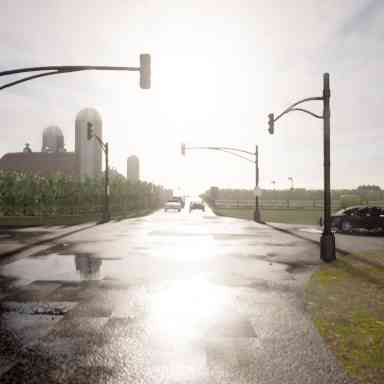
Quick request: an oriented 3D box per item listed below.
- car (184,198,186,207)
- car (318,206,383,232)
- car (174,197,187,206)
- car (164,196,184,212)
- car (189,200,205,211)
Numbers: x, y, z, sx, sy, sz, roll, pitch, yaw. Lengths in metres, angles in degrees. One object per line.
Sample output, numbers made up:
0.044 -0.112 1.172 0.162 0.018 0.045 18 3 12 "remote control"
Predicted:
-2.180 1.437 49.973 2.097 1.767 4.553 0 0 1 "car"
10.241 1.642 20.477 4.892 1.490 1.837 2 -2 -10 "car"
-2.063 1.658 60.154 2.033 1.411 5.357 0 0 1 "car"
-2.273 1.590 40.146 1.812 1.442 4.674 0 0 1 "car"
0.629 1.666 40.926 1.895 1.301 4.718 0 0 1 "car"
